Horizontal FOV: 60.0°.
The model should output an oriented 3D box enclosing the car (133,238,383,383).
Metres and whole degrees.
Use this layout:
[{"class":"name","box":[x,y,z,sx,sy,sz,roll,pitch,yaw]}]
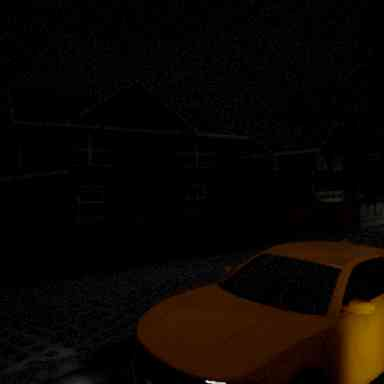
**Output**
[{"class":"car","box":[1.638,1.464,4.458,5.008,1.535,1.882,0,0,-38]}]
